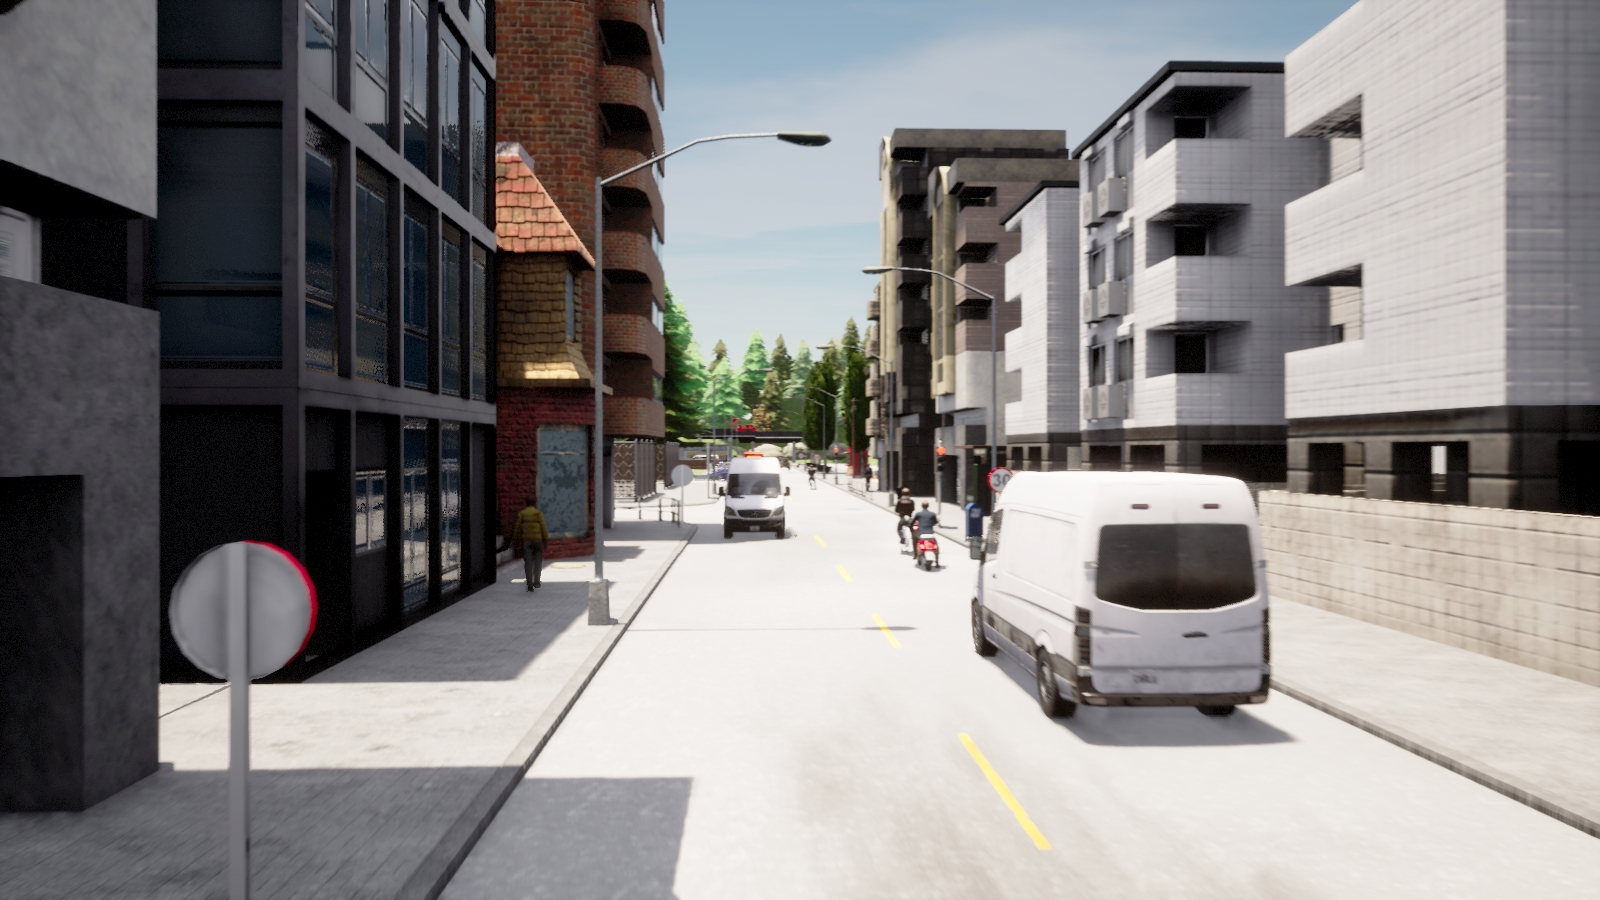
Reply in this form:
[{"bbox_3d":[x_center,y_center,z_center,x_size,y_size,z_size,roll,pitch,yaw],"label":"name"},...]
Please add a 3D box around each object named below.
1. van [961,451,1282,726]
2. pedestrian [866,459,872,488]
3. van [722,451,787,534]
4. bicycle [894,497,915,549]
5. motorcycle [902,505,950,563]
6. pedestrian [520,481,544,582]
[{"bbox_3d":[3.465,1.313,13.777,1.988,2.561,5.915,0,0,-2],"label":"van"},{"bbox_3d":[4.400,1.520,73.299,0.375,1.860,0.375,0,0,3],"label":"pedestrian"},{"bbox_3d":[-1.524,1.315,38.135,1.988,2.561,5.915,0,0,-2],"label":"van"},{"bbox_3d":[2.801,1.938,30.812,0.329,1.271,1.835,0,0,-2],"label":"bicycle"},{"bbox_3d":[2.947,1.960,26.941,0.856,1.236,1.805,0,0,-2],"label":"motorcycle"},{"bbox_3d":[-5.039,1.526,21.485,0.375,1.860,0.375,0,0,-4],"label":"pedestrian"}]
